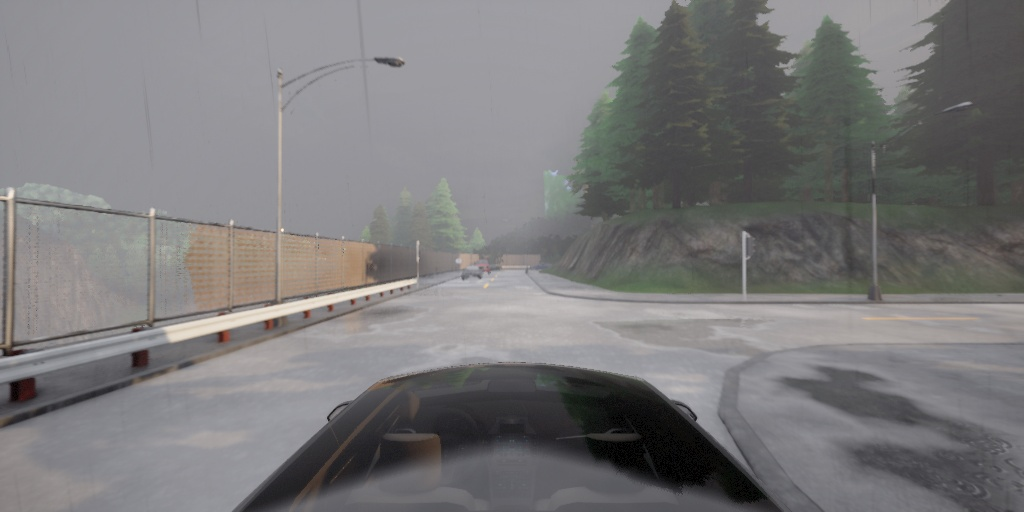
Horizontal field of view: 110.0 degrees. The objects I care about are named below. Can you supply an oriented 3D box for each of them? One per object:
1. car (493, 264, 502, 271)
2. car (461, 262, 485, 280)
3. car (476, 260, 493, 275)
[{"bbox_3d":[-3.474,2.088,64.271,1.895,1.301,4.718,0,-1,18],"label":"car"},{"bbox_3d":[-4.109,1.697,37.564,1.812,1.442,4.674,0,-1,-1],"label":"car"},{"bbox_3d":[-4.173,1.545,50.580,2.150,2.045,5.566,0,-1,-3],"label":"car"}]
